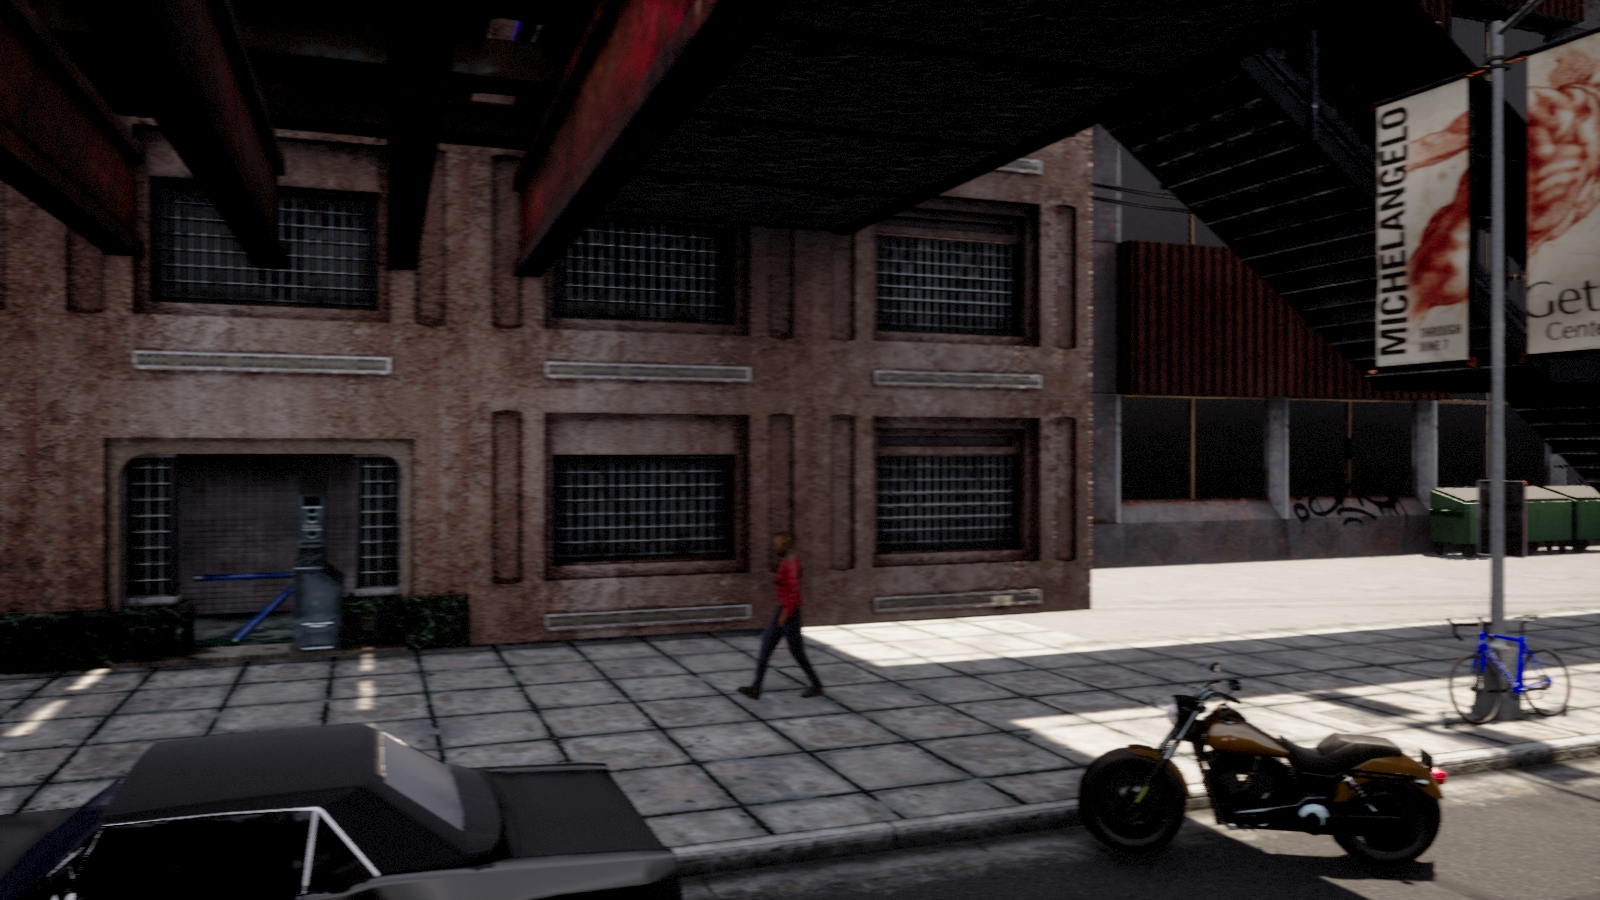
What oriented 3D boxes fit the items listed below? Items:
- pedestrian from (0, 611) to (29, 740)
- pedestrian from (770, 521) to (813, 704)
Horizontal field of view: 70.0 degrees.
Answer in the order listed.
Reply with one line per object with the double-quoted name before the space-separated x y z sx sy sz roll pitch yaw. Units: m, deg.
"pedestrian" -7.521 2.074 10.551 0.500 1.100 0.500 0 0 -9
"pedestrian" -0.093 1.695 12.059 0.375 1.860 0.375 0 0 -15
